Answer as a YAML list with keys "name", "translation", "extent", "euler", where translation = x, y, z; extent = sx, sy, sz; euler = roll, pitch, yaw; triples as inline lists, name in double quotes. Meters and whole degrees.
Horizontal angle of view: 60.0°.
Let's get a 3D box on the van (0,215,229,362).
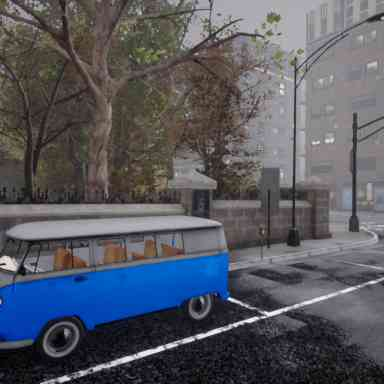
- name: "van"
  translation: [-1.219, 1.342, 5.621]
  extent: [3.998, 1.788, 1.690]
  euler: [0, 1, -35]
